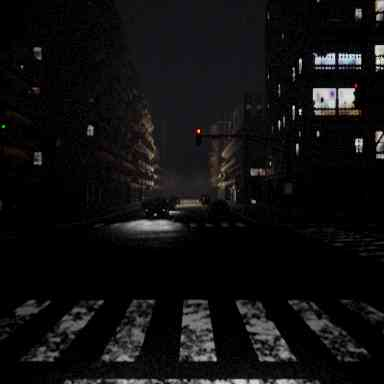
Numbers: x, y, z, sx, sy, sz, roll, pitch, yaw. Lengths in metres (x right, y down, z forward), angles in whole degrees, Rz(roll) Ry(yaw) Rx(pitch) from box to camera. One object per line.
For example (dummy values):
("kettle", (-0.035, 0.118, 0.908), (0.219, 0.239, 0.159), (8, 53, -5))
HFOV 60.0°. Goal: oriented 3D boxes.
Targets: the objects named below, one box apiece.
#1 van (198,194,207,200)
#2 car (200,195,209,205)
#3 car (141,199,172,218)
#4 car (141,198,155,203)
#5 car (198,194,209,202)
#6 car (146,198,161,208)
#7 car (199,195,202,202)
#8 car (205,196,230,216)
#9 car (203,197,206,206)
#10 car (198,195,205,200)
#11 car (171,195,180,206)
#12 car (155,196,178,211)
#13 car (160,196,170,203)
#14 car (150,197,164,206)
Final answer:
("van", (2.639, 1.391, 66.340), (1.690, 1.788, 3.998), (0, 0, 0))
("car", (2.647, 1.620, 55.271), (1.802, 1.307, 4.206), (0, 0, 0))
("car", (-3.123, 1.620, 30.499), (1.895, 1.301, 4.718), (0, 0, 0))
("car", (-5.725, 1.580, 44.196), (2.008, 1.369, 4.403), (0, 0, 0))
("car", (2.630, 1.378, 77.407), (2.192, 1.841, 5.009), (0, 0, 0))
("car", (-5.729, 1.616, 49.730), (1.802, 1.307, 4.206), (0, 0, 0))
("car", (2.642, 1.626, 60.805), (1.802, 1.307, 4.206), (0, 0, 0))
("car", (2.666, 1.461, 33.134), (1.967, 1.590, 4.097), (0, 0, 0))
("car", (2.661, 1.576, 38.667), (2.008, 1.369, 4.403), (0, 0, 0))
("car", (2.615, 1.628, 94.010), (1.887, 1.381, 4.507), (0, 0, 0))
("car", (-3.116, 1.391, 56.189), (2.097, 1.767, 4.553), (0, 0, 0))
("car", (-3.122, 1.591, 41.149), (1.994, 1.385, 4.181), (0, 0, 1))
("car", (-5.747, 1.601, 71.867), (1.887, 1.381, 4.507), (0, 0, 0))
("car", (-5.733, 1.604, 55.265), (1.947, 1.339, 4.313), (0, 0, 0))
